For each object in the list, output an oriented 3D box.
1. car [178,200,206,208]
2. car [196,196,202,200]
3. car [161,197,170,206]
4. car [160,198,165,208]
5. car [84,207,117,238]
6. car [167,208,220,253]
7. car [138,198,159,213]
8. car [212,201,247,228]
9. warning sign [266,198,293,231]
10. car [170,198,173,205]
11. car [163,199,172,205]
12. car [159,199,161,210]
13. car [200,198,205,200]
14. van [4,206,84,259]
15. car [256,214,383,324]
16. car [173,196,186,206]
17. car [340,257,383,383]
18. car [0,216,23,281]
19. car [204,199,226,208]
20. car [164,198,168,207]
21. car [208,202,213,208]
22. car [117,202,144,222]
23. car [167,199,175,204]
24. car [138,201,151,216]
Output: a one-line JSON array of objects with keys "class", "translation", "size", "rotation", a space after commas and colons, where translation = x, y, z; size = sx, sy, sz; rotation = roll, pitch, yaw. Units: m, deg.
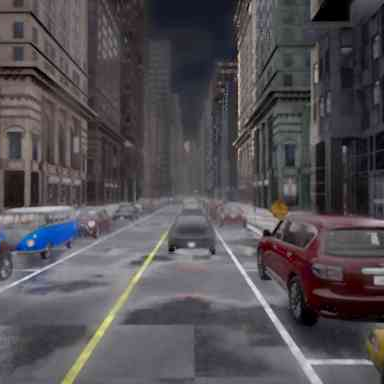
[{"class": "car", "translation": [-0.002, 1.761, 29.481], "size": [1.882, 1.535, 5.008], "rotation": [0, 0, 0]}, {"class": "car", "translation": [2.738, 2.267, 85.623], "size": [1.967, 1.590, 4.097], "rotation": [0, -1, 0]}, {"class": "car", "translation": [-5.780, 2.049, 63.208], "size": [1.967, 1.590, 4.097], "rotation": [0, -1, 0]}, {"class": "car", "translation": [-5.777, 2.051, 52.003], "size": [2.008, 1.369, 4.403], "rotation": [0, -1, 0]}, {"class": "car", "translation": [-5.765, 1.617, 18.396], "size": [1.967, 1.590, 4.097], "rotation": [0, -1, 0]}, {"class": "car", "translation": [0.001, 1.645, 14.311], "size": [1.837, 1.490, 4.892], "rotation": [0, 0, 0]}, {"class": "car", "translation": [-5.772, 1.707, 40.803], "size": [2.192, 1.841, 5.009], "rotation": [0, -1, 0]}, {"class": "car", "translation": [2.758, 1.671, 24.003], "size": [1.967, 1.590, 4.097], "rotation": [0, -1, 0]}, {"class": "warning sign", "translation": [5.058, 1.301, 19.315], "size": [1.300, 1.860, 1.060], "rotation": [0, -1, 0]}, {"class": "car", "translation": [-5.781, 1.978, 68.810], "size": [2.192, 1.841, 5.009], "rotation": [0, -1, 0]}, {"class": "car", "translation": [-5.786, 2.316, 80.011], "size": [1.887, 1.381, 4.507], "rotation": [0, -1, 0]}, {"class": "car", "translation": [-5.775, 1.970, 46.233], "size": [1.752, 1.417, 4.829], "rotation": [0, -1, 0]}, {"class": "car", "translation": [2.747, 2.099, 57.614], "size": [1.887, 1.381, 4.507], "rotation": [0, -1, 0]}, {"class": "van", "translation": [-5.763, 1.464, 12.795], "size": [1.690, 1.788, 3.998], "rotation": [0, -1, 0]}, {"class": "car", "translation": [2.764, 1.385, 7.198], "size": [2.192, 1.841, 5.009], "rotation": [0, -1, 0]}, {"class": "car", "translation": [-3.024, 1.915, 71.720], "size": [2.150, 2.045, 5.566], "rotation": [0, -1, 0]}, {"class": "car", "translation": [2.765, 1.543, 1.764], "size": [1.752, 1.417, 4.829], "rotation": [0, -1, 0]}, {"class": "car", "translation": [-5.761, 1.510, 7.193], "size": [1.967, 1.590, 4.097], "rotation": [0, -1, 0]}, {"class": "car", "translation": [2.755, 1.653, 35.207], "size": [2.192, 1.841, 5.009], "rotation": [0, -1, 0]}, {"class": "car", "translation": [-5.779, 2.120, 57.605], "size": [1.947, 1.339, 4.313], "rotation": [0, -1, 0]}, {"class": "car", "translation": [2.756, 1.850, 29.604], "size": [1.947, 1.339, 4.313], "rotation": [0, -1, 0]}, {"class": "car", "translation": [-5.769, 1.850, 29.597], "size": [1.947, 1.339, 4.313], "rotation": [0, -1, 0]}, {"class": "car", "translation": [-5.790, 2.463, 91.214], "size": [1.802, 1.307, 4.206], "rotation": [0, -1, 0]}, {"class": "car", "translation": [-5.771, 1.920, 35.199], "size": [1.802, 1.307, 4.206], "rotation": [0, -1, 0]}]
